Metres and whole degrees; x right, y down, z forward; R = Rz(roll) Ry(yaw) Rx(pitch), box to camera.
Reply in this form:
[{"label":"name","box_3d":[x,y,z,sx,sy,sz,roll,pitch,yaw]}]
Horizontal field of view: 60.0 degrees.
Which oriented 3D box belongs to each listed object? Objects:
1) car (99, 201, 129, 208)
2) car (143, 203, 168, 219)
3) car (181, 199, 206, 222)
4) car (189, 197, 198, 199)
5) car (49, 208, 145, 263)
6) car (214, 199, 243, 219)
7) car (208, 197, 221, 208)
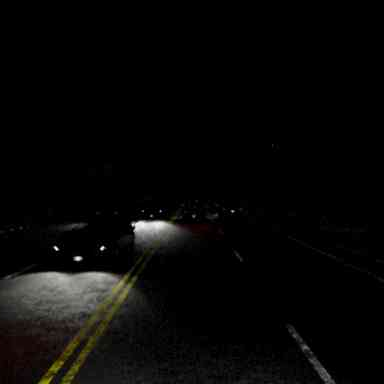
[{"label":"car","box_3d":[-6.521,1.505,27.696,1.882,1.535,5.008,0,0,1]},{"label":"car","box_3d":[-3.255,1.631,29.173,1.895,1.301,4.718,0,0,1]},{"label":"car","box_3d":[0.126,1.554,26.391,1.812,1.442,4.674,0,0,0]},{"label":"car","box_3d":[0.144,1.533,48.478,2.128,1.511,4.902,0,0,0]},{"label":"car","box_3d":[-3.294,1.560,12.334,2.033,1.411,5.357,0,0,1]},{"label":"car","box_3d":[3.377,1.597,29.738,1.994,1.385,4.181,0,0,0]},{"label":"car","box_3d":[3.393,1.546,48.108,1.837,1.490,4.892,0,-1,0]}]
